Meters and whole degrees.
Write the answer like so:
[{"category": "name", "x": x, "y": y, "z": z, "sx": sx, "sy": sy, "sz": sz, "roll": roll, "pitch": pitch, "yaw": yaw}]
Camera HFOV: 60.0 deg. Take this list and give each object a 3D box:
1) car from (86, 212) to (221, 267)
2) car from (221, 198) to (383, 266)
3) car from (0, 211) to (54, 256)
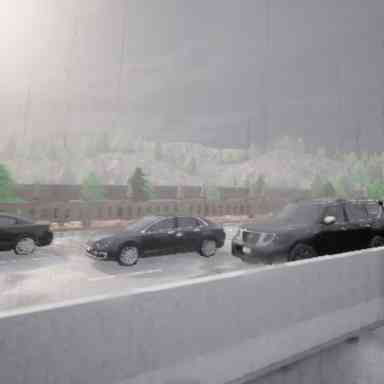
[{"category": "car", "x": -1.078, "y": 1.488, "z": 11.390, "sx": 4.892, "sy": 1.490, "sz": 1.837, "roll": 0, "pitch": 0, "yaw": -32}, {"category": "car", "x": 3.898, "y": 1.227, "z": 10.350, "sx": 5.566, "sy": 2.045, "sz": 2.150, "roll": 0, "pitch": 0, "yaw": -29}, {"category": "car", "x": -7.432, "y": 1.432, "z": 11.386, "sx": 5.008, "sy": 1.535, "sz": 1.882, "roll": 0, "pitch": 0, "yaw": -34}]
